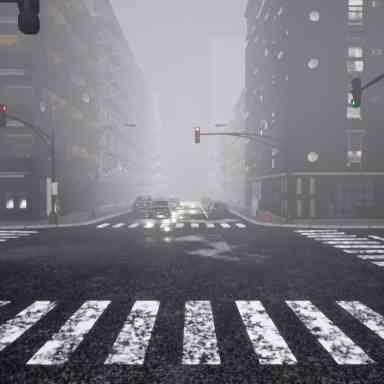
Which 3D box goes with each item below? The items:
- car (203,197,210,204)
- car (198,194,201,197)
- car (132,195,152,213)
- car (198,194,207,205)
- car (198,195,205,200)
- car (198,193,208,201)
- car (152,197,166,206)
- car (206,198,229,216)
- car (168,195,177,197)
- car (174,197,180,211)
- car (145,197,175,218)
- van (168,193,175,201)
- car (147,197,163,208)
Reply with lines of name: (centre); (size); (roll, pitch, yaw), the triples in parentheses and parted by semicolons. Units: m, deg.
car: (2.566, 1.539, 37.026); (2.008, 1.369, 4.403); (-1, 0, 0)
car: (2.579, 1.552, 75.800); (1.802, 1.307, 4.206); (-1, 0, 0)
car: (-5.317, 1.304, 37.088); (2.192, 1.841, 5.009); (-1, 0, 0)
car: (2.573, 1.524, 59.183); (1.887, 1.381, 4.507); (-1, 0, 0)
car: (2.585, 1.541, 92.418); (1.802, 1.307, 4.206); (-1, 0, 0)
car: (2.578, 1.282, 81.340); (2.192, 1.841, 5.009); (-1, 0, 0)
car: (-5.308, 1.564, 53.700); (1.802, 1.307, 4.206); (-1, 0, 0)
car: (2.565, 1.573, 31.487); (1.802, 1.307, 4.206); (-1, 0, 0)
car: (-2.758, 1.530, 50.971); (2.033, 1.411, 5.357); (0, 0, 1)
car: (-2.826, 1.588, 40.321); (1.895, 1.301, 4.718); (0, 0, 0)
car: (-2.832, 1.496, 30.221); (1.837, 1.490, 4.892); (0, 0, 0)
van: (-5.300, 1.304, 86.923); (1.690, 1.788, 3.998); (-1, 0, 0)
car: (-5.311, 1.509, 47.992); (1.752, 1.417, 4.829); (-1, 0, 0)
